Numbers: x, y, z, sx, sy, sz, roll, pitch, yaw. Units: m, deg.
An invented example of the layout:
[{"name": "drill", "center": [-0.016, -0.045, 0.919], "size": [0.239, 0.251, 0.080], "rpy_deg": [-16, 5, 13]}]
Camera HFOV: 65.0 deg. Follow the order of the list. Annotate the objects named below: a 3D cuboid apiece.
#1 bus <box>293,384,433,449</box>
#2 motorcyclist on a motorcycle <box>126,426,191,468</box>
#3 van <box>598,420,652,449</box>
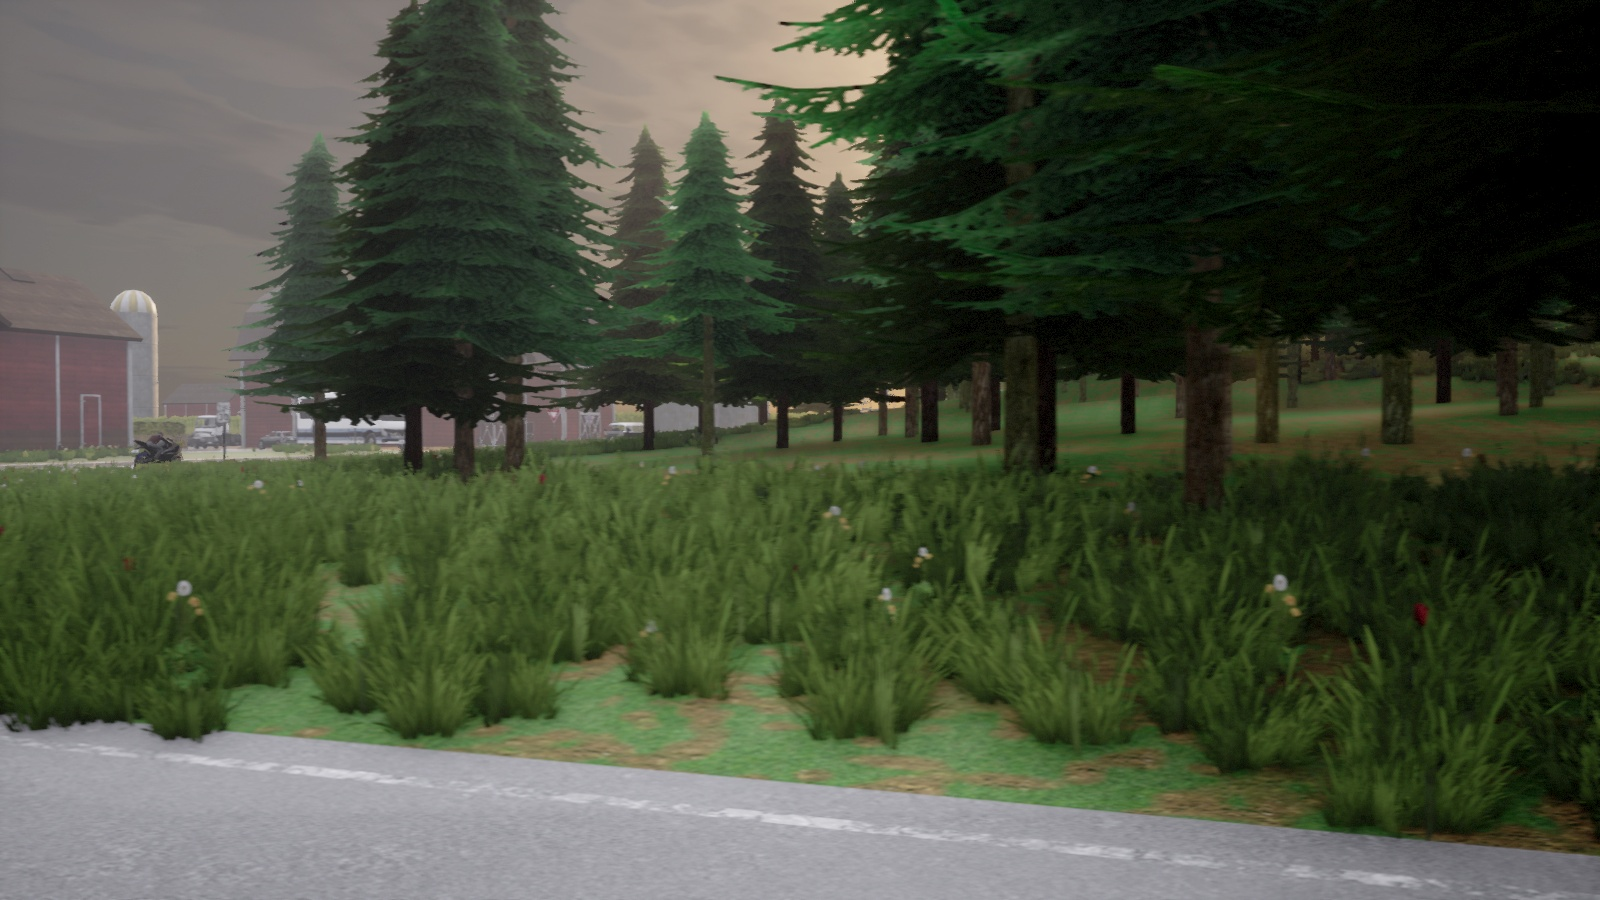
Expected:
[{"name": "bus", "center": [-30.534, -2.280, 87.475], "size": [10.273, 4.253, 3.944], "rpy_deg": [1, 1, 35]}, {"name": "motorcyclist on a motorcycle", "center": [-24.268, -0.131, 47.558], "size": [0.866, 1.530, 2.191], "rpy_deg": [1, 1, 19]}, {"name": "van", "center": [-12.822, -1.116, 92.448], "size": [2.069, 2.038, 4.480], "rpy_deg": [1, 1, 20]}]
